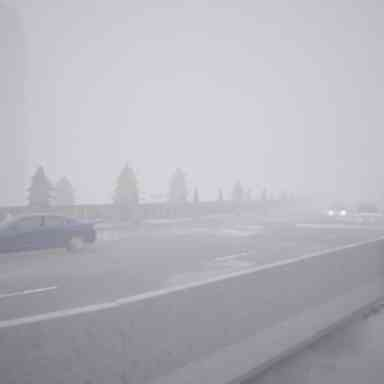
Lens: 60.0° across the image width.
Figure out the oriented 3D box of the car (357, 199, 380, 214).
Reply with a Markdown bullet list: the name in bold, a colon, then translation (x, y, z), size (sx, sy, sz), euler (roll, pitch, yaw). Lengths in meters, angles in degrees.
- **car**: translation (19.943, 1.693, 37.746), size (1.994, 1.385, 4.181), euler (0, 0, 29)

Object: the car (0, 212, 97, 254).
- **car**: translation (-6.172, 1.545, 12.670), size (5.008, 1.535, 1.882), euler (0, 0, -38)

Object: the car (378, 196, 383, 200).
- **car**: translation (40.033, 1.482, 69.486), size (1.812, 1.442, 4.674), euler (0, 0, 27)

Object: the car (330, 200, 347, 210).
- **car**: translation (19.951, 1.762, 45.169), size (1.895, 1.301, 4.718), euler (0, 0, 27)
